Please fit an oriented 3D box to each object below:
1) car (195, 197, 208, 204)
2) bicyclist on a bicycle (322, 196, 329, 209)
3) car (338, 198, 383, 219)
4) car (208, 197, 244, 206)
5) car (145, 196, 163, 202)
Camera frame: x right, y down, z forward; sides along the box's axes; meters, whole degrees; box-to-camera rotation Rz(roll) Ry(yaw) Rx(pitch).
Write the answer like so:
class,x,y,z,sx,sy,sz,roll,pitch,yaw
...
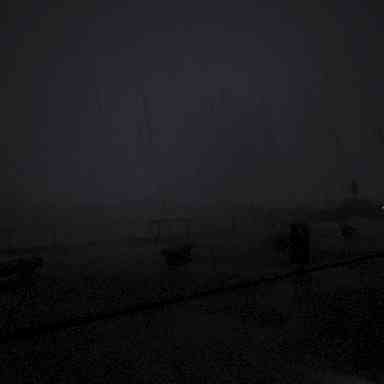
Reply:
class,x,y,z,sx,sy,sz,roll,pitch,yaw
car,2.007,1.547,54.553,2.033,1.411,5.357,0,0,-35
bicyclist on a bicycle,16.603,1.349,41.360,1.656,1.620,0.582,0,0,-35
car,15.148,1.352,28.876,2.097,1.767,4.553,0,0,-35
car,4.750,1.491,43.580,2.128,1.511,4.902,0,0,-35
car,-6.981,1.533,60.333,1.812,1.442,4.674,0,0,-35
